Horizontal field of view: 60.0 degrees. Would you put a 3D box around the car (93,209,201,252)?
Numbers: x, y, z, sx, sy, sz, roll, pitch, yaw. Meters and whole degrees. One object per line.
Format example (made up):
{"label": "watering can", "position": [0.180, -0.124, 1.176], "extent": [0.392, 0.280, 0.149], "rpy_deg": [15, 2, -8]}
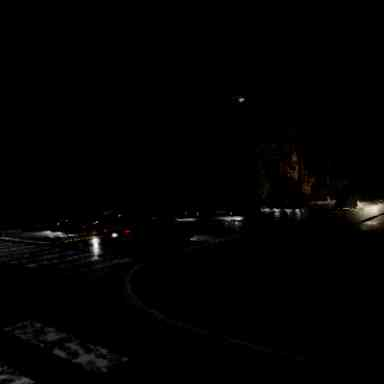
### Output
{"label": "car", "position": [-1.779, 1.627, 14.360], "extent": [1.994, 1.385, 4.181], "rpy_deg": [-2, -1, 36]}

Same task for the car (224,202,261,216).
{"label": "car", "position": [5.464, 1.768, 35.276], "extent": [2.033, 1.411, 5.357], "rpy_deg": [-2, -1, 36]}

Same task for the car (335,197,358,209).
{"label": "car", "position": [21.012, 1.399, 45.237], "extent": [2.097, 1.767, 4.553], "rpy_deg": [-2, -1, 36]}

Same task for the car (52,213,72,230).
{"label": "car", "position": [-7.506, 1.878, 23.186], "extent": [1.994, 1.385, 4.181], "rpy_deg": [-2, -1, 36]}

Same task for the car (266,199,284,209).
{"label": "car", "position": [13.061, 1.824, 50.871], "extent": [1.837, 1.490, 4.892], "rpy_deg": [-2, -1, 37]}

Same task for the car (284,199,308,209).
{"label": "car", "position": [15.745, 1.745, 49.034], "extent": [1.812, 1.442, 4.674], "rpy_deg": [-2, -1, 36]}

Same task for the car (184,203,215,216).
{"label": "car", "position": [0.583, 1.871, 34.133], "extent": [1.994, 1.385, 4.181], "rpy_deg": [-2, -1, 36]}

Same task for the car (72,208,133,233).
{"label": "car", "position": [-4.896, 1.756, 21.252], "extent": [1.812, 1.442, 4.674], "rpy_deg": [-2, -1, 36]}
